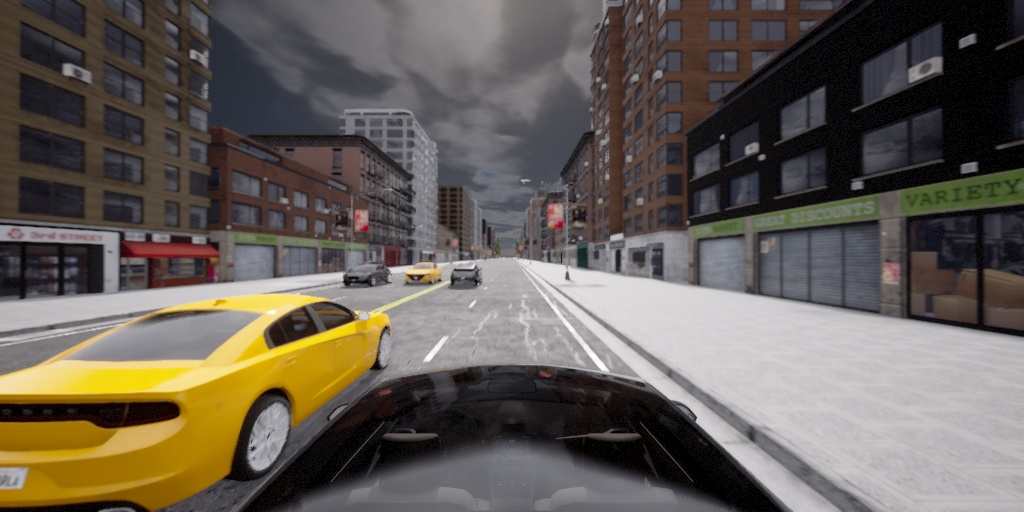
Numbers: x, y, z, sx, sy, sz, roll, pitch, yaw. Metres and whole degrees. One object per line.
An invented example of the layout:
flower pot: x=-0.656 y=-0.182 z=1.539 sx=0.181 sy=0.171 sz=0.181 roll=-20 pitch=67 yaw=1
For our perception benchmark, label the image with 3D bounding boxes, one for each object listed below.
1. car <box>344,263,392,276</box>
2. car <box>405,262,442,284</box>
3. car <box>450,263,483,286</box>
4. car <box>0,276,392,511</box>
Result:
car: x=-9.794 y=1.262 z=24.622 sx=1.837 sy=1.490 sz=4.892 roll=0 pitch=-1 yaw=0
car: x=-6.520 y=1.235 z=26.855 sx=1.882 sy=1.535 sz=5.008 roll=0 pitch=0 yaw=0
car: x=-3.161 y=1.247 z=25.506 sx=2.128 sy=1.511 sz=4.902 roll=0 pitch=0 yaw=0
car: x=-3.149 y=1.228 z=4.704 sx=1.882 sy=1.535 sz=5.008 roll=0 pitch=0 yaw=0
